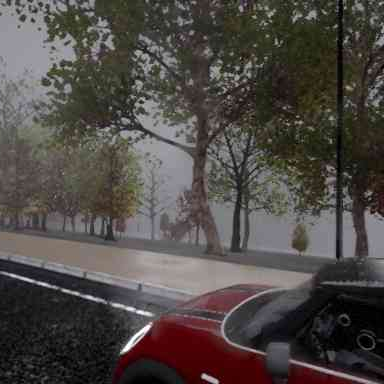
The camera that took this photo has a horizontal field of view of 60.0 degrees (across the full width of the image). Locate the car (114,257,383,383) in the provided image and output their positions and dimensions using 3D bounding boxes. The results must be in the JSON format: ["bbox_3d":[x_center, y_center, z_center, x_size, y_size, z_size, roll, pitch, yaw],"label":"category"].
[{"bbox_3d":[1.475,1.352,2.626,4.553,1.767,2.097,0,0,36],"label":"car"}]
